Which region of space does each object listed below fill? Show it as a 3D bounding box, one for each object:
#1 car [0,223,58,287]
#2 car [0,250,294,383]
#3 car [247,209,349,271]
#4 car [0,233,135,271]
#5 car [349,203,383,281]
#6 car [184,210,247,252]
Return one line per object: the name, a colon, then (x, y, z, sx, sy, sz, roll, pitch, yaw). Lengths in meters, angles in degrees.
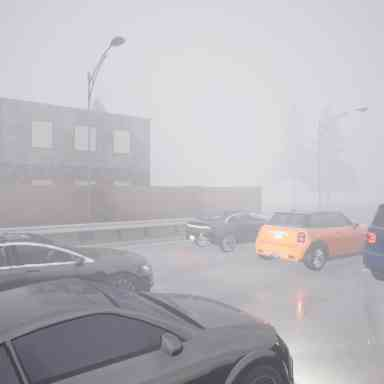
car: (-5.973, 1.601, 8.082, 4.718, 1.301, 1.895, 0, 0, -36)
car: (-0.987, 1.564, 3.044, 4.181, 1.385, 1.994, 0, 0, -35)
car: (4.311, 1.352, 11.184, 4.553, 1.767, 2.097, 0, 0, -35)
car: (-3.019, 1.491, 5.893, 4.902, 1.511, 2.128, 0, 0, -36)
car: (6.642, 1.221, 8.545, 5.566, 2.045, 2.150, 0, 0, -35)
car: (1.989, 1.491, 13.829, 4.902, 1.511, 2.128, 0, 0, -35)
